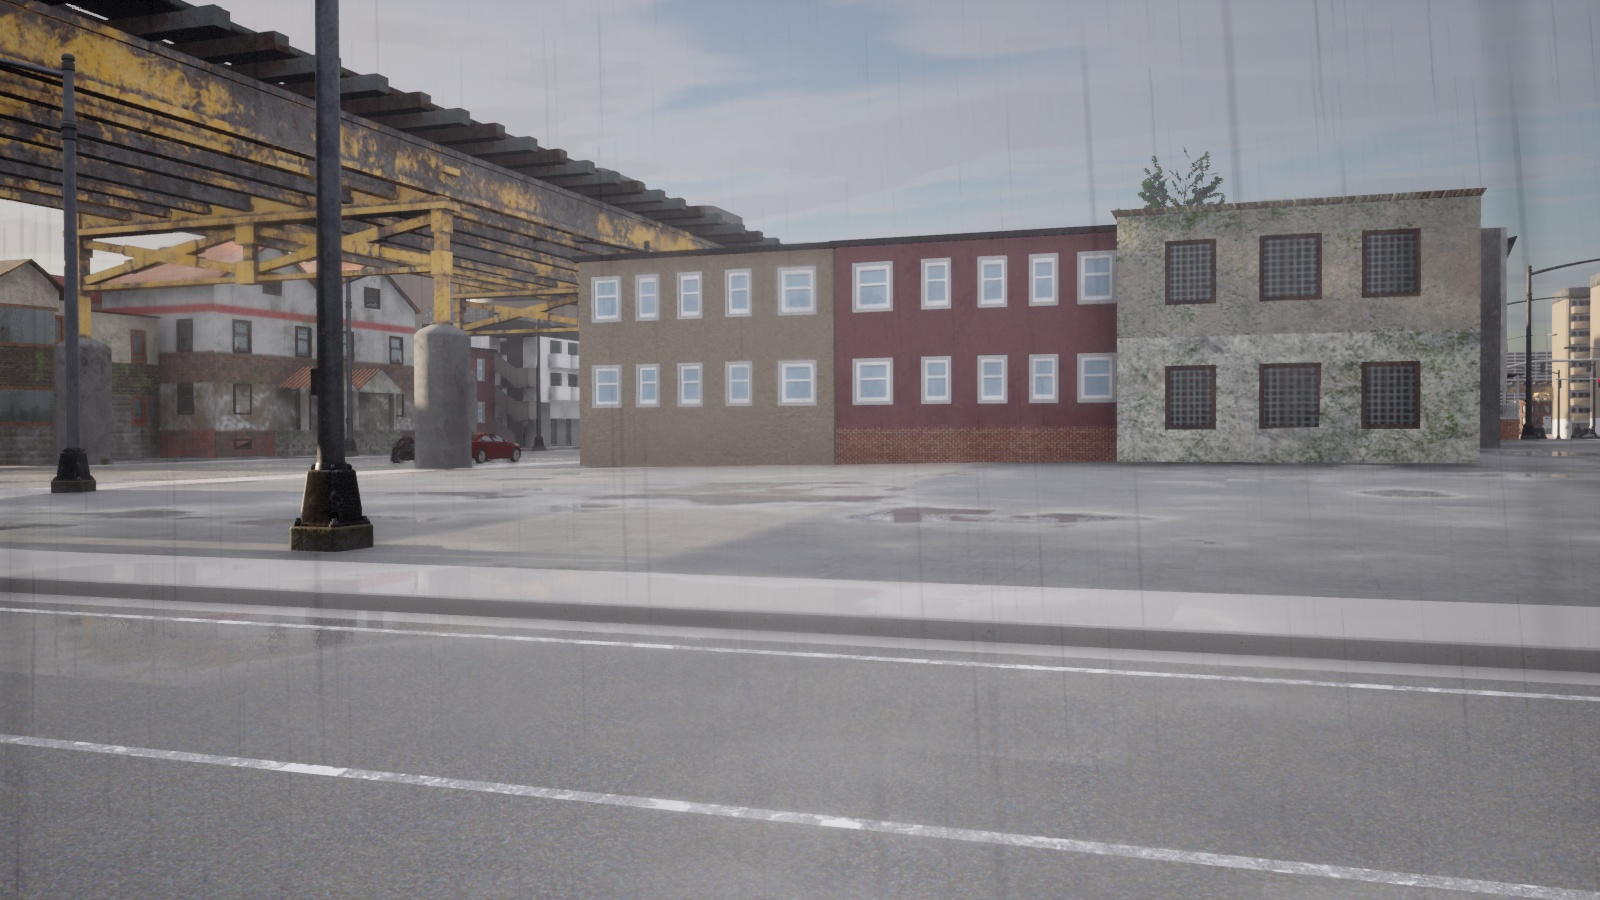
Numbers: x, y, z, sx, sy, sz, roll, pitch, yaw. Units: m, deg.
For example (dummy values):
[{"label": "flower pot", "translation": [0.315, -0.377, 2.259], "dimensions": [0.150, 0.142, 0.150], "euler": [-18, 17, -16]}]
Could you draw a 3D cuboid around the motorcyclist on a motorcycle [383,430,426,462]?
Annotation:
[{"label": "motorcyclist on a motorcycle", "translation": [-19.604, -0.209, 62.291], "dimensions": [0.866, 1.530, 2.191], "euler": [1, 1, 20]}]

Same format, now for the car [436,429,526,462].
[{"label": "car", "translation": [-15.801, -0.256, 62.513], "dimensions": [1.882, 1.535, 5.008], "euler": [1, 1, 20]}]
